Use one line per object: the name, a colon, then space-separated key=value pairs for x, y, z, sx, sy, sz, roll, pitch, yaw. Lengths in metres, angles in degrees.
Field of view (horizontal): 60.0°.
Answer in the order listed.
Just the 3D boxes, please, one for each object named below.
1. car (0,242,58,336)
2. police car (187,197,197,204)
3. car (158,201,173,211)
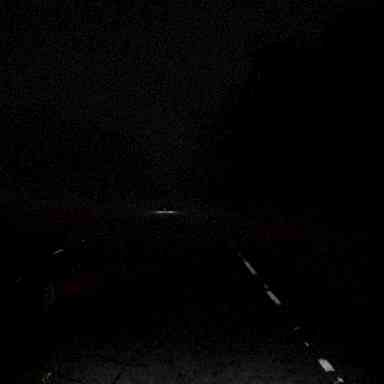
car: x=-3.591 y=1.554 z=4.958 sx=1.812 sy=1.442 sz=4.674 roll=0 pitch=0 yaw=0
police car: x=0.386 y=2.469 z=95.188 sx=1.930 sy=1.638 sz=5.238 roll=0 pitch=-1 yaw=-1
car: x=-3.587 y=1.889 z=45.874 sx=2.033 sy=1.411 sz=5.357 roll=0 pitch=-1 yaw=0
